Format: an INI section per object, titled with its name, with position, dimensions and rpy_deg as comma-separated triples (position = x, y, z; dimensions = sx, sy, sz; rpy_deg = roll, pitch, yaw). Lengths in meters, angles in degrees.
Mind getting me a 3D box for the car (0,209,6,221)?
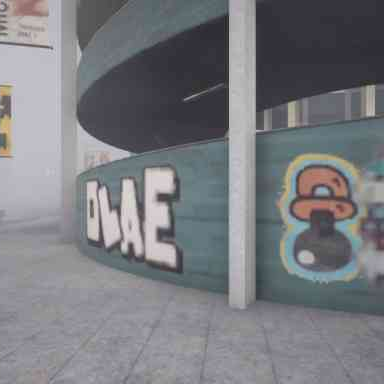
[car]
position = -15.793, 1.566, 24.899
dimensions = 1.994, 1.385, 4.181
rpy_deg = 0, 0, -1
